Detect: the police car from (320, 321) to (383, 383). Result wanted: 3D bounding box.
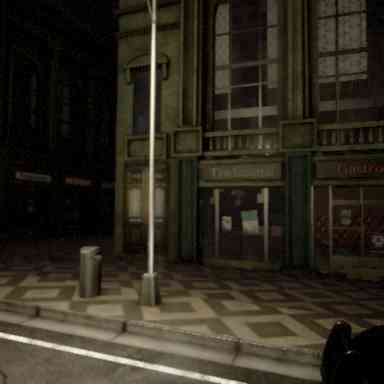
[{"bbox_3d":[3.860,1.698,2.657,5.238,1.638,1.930,1,-2,18],"label":"police car"}]
